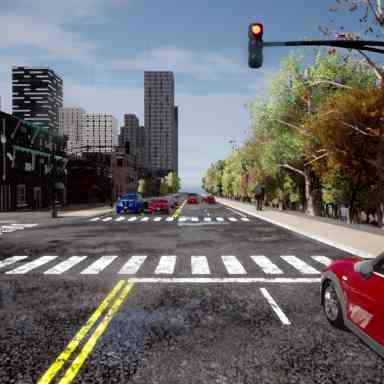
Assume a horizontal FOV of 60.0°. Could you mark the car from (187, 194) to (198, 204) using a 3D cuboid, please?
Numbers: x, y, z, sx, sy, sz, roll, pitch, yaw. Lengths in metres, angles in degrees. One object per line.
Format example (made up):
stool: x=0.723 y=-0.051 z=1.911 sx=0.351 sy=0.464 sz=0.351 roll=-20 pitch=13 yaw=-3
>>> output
car: x=0.124 y=1.540 z=62.533 sx=1.994 sy=1.385 sz=4.181 roll=0 pitch=0 yaw=0

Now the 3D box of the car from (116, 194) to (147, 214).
car: x=-6.571 y=1.210 z=35.797 sx=2.150 sy=2.045 sz=5.566 roll=0 pitch=0 yaw=0

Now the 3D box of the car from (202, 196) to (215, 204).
car: x=3.373 y=1.454 z=63.141 sx=1.882 sy=1.535 sz=5.008 roll=0 pitch=0 yaw=0

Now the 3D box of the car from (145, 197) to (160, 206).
car: x=-6.551 y=1.544 z=55.572 sx=1.994 sy=1.385 sz=4.181 roll=0 pitch=0 yaw=1

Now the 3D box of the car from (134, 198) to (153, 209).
car: x=-6.567 y=1.585 z=45.543 sx=1.895 sy=1.301 sz=4.718 roll=0 pitch=0 yaw=0

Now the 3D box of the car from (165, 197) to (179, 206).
car: x=-3.303 y=1.527 z=56.017 sx=2.033 sy=1.411 sz=5.357 roll=0 pitch=0 yaw=0

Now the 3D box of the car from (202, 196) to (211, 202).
car: x=3.279 y=1.522 z=75.491 sx=1.994 sy=1.385 sz=4.181 roll=0 pitch=0 yaw=0

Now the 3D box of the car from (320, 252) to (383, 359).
car: x=3.350 y=1.351 z=4.175 sx=2.097 sy=1.767 sz=4.553 roll=0 pitch=0 yaw=0

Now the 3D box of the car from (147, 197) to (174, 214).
car: x=-3.324 y=1.466 z=35.545 sx=1.882 sy=1.535 sz=5.008 roll=0 pitch=0 yaw=0

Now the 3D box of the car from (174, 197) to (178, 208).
car: x=-3.315 y=1.532 z=45.444 sx=2.033 sy=1.411 sz=5.357 roll=0 pitch=0 yaw=0
